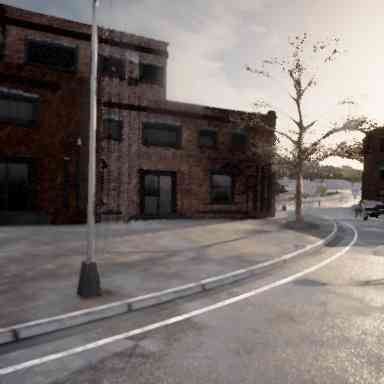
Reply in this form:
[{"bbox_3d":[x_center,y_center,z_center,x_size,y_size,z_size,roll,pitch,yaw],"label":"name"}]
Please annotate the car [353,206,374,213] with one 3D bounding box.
[{"bbox_3d":[13.407,1.288,24.930,2.033,1.411,5.357,0,0,15],"label":"car"}]
